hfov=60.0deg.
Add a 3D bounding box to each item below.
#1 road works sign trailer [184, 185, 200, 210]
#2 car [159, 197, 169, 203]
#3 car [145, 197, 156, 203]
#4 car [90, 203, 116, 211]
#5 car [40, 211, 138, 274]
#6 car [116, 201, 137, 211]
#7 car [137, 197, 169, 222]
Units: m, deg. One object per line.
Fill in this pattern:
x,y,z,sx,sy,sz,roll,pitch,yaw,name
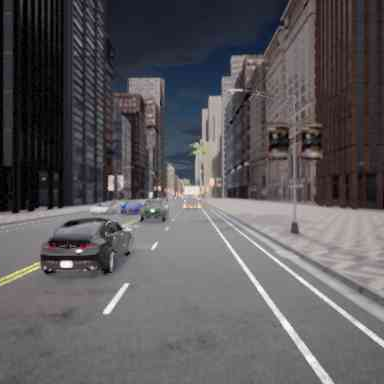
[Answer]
-0.009,0.822,48.185,2.380,3.560,2.880,0,0,0,road works sign trailer
-6.514,1.842,78.175,1.882,1.535,5.008,0,0,0,car
-9.764,1.917,78.174,1.994,1.385,4.181,0,0,0,car
-9.847,1.872,37.143,1.895,1.301,4.718,0,0,0,car
-3.152,1.582,10.775,1.837,1.490,4.892,0,0,0,car
-6.597,1.745,36.594,1.882,1.535,5.008,0,-1,0,car
-3.154,1.560,28.765,2.097,1.767,4.553,0,0,0,car
